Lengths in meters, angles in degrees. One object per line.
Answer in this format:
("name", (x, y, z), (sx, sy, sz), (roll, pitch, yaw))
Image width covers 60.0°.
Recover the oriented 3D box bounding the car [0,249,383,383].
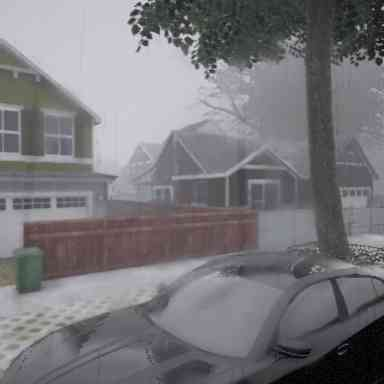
("car", (0.748, 1.474, 3.604), (5.008, 1.535, 1.882), (0, 0, -36))
